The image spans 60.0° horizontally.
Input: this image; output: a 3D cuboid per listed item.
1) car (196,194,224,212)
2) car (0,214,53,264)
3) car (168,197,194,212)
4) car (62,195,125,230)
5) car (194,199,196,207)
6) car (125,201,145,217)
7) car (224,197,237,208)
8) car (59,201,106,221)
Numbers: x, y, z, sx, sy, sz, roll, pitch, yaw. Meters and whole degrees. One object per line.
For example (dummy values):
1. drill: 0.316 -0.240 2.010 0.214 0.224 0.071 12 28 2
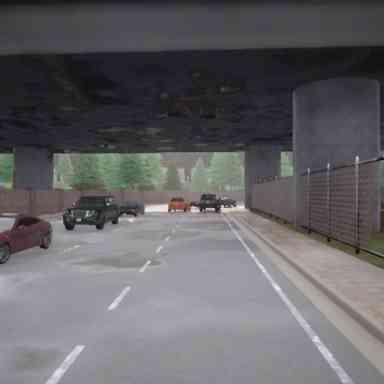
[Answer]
1. car: 2.211 1.264 40.003 2.150 2.045 5.566 0 0 9
2. car: -6.694 1.538 11.970 1.812 1.442 4.674 0 0 2
3. car: -1.422 1.394 39.308 2.097 1.767 4.553 0 0 8
4. car: -6.303 1.245 21.614 2.150 2.045 5.566 0 0 2
5. car: 0.852 1.653 48.661 1.895 1.301 4.718 0 0 18
6. car: -5.810 1.581 32.112 2.033 1.411 5.357 0 0 3
7. car: 5.333 1.558 50.262 1.837 1.490 4.892 0 0 23
8. car: -9.460 1.578 29.237 2.033 1.411 5.357 0 0 3
